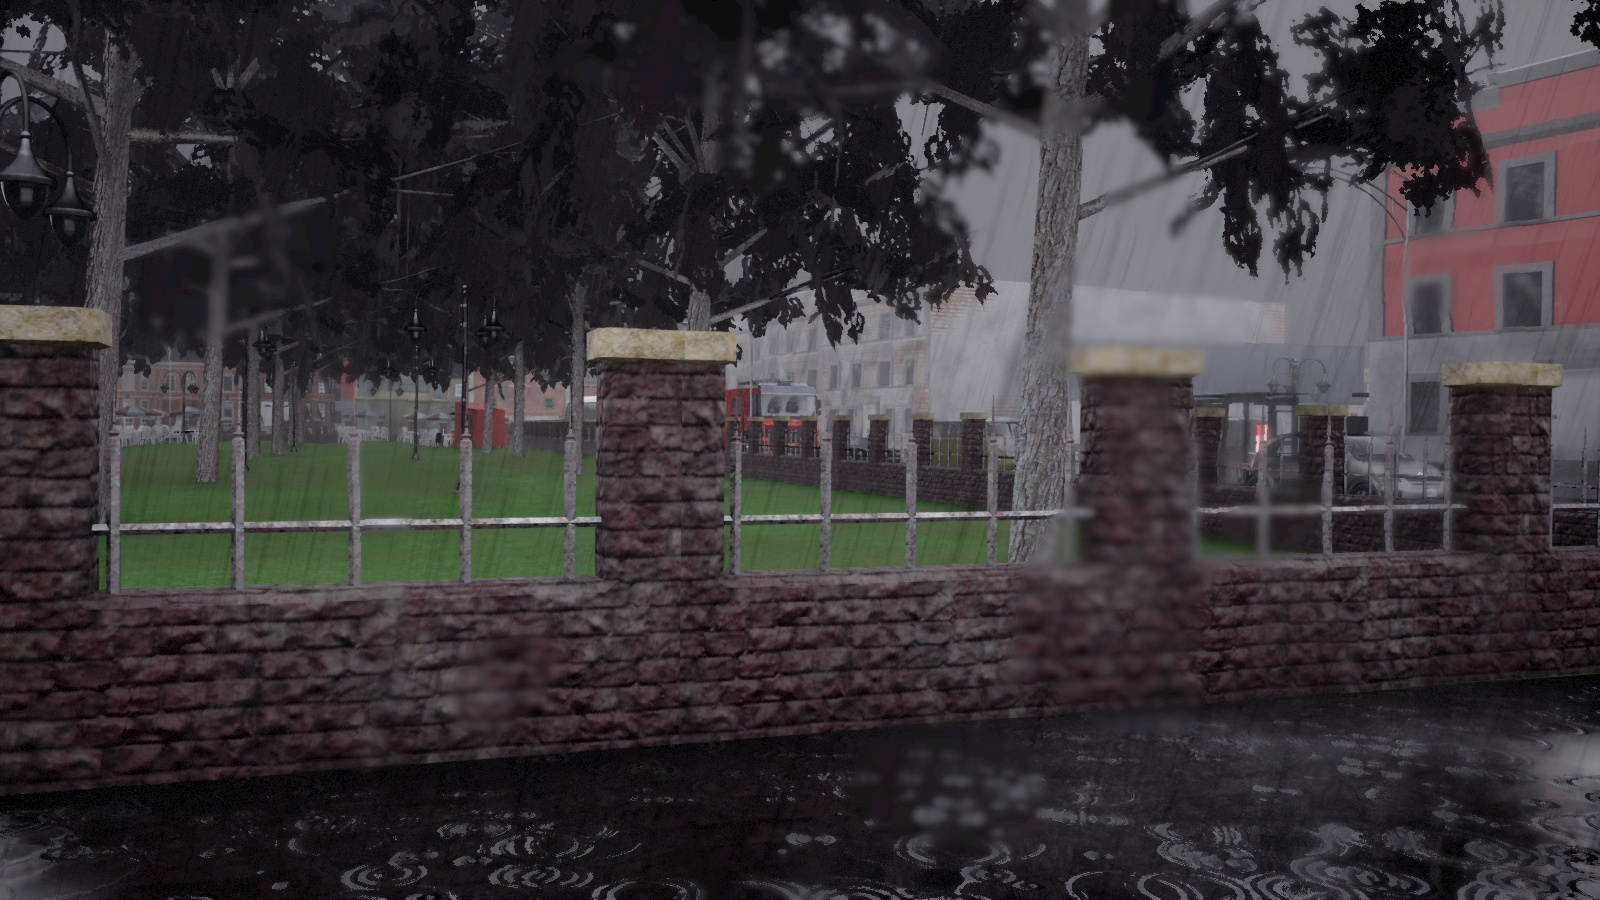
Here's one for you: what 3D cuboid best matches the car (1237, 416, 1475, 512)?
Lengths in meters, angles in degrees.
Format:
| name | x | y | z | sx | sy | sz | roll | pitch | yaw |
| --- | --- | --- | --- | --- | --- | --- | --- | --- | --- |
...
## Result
| name | x | y | z | sx | sy | sz | roll | pitch | yaw |
| --- | --- | --- | --- | --- | --- | --- | --- | --- | --- |
| car | 10.278 | 0.202 | 23.553 | 1.851 | 1.617 | 3.988 | -1 | 1 | -19 |

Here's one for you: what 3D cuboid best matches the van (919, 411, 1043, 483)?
| name | x | y | z | sx | sy | sz | roll | pitch | yaw |
| --- | --- | --- | --- | --- | --- | --- | --- | --- | --- |
| van | 5.323 | -0.116 | 37.445 | 1.775 | 1.987 | 4.442 | -1 | 1 | -20 |

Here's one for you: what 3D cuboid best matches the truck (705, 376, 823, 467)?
| name | x | y | z | sx | sy | sz | roll | pitch | yaw |
| --- | --- | --- | --- | --- | --- | --- | --- | --- | --- |
| truck | -1.803 | -1.282 | 57.441 | 2.891 | 3.827 | 8.468 | -1 | 1 | -20 |

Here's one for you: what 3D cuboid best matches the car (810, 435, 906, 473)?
| name | x | y | z | sx | sy | sz | roll | pitch | yaw |
| --- | --- | --- | --- | --- | --- | --- | --- | --- | --- |
| car | 2.087 | 0.118 | 46.563 | 1.895 | 1.301 | 4.718 | -1 | 1 | -20 |
